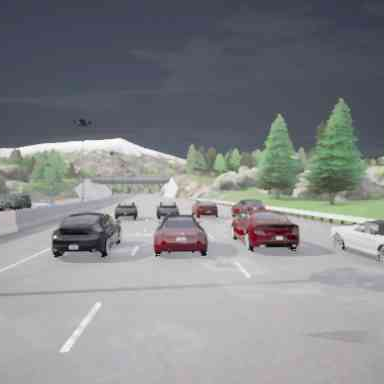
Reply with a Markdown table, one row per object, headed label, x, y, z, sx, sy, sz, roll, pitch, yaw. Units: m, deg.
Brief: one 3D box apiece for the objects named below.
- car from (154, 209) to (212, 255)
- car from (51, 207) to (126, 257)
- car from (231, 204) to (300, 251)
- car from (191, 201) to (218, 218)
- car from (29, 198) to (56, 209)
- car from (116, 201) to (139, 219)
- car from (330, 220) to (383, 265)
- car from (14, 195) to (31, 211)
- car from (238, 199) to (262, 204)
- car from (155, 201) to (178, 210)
| label | x | y | z | sx | sy | sz | roll | pitch | yaw |
| --- | --- | --- | --- | --- | --- | --- | --- | --- | --- |
| car | -0.497 | 1.597 | 13.466 | 1.994 | 1.385 | 4.181 | 0 | 0 | -4 |
| car | -3.975 | 1.543 | 13.161 | 1.837 | 1.490 | 4.892 | 0 | 0 | -4 |
| car | 2.955 | 1.506 | 14.332 | 1.882 | 1.535 | 5.008 | 0 | 0 | -4 |
| car | 1.114 | 1.548 | 31.031 | 1.882 | 1.535 | 5.008 | 0 | 0 | -8 |
| car | -18.203 | 1.656 | 41.376 | 1.812 | 1.442 | 4.674 | 0 | 0 | -8 |
| car | -5.740 | 1.571 | 29.496 | 2.128 | 1.511 | 4.902 | 0 | 0 | -8 |
| car | 6.664 | 1.616 | 11.484 | 1.895 | 1.301 | 4.718 | 0 | 0 | -3 |
| car | -21.745 | 1.361 | 41.439 | 2.150 | 2.045 | 5.566 | 0 | 0 | -8 |
| car | 4.886 | 1.411 | 29.172 | 2.097 | 1.767 | 4.553 | 0 | 0 | -7 |
| car | -2.208 | 1.565 | 29.487 | 2.128 | 1.511 | 4.902 | 0 | 0 | -8 |
